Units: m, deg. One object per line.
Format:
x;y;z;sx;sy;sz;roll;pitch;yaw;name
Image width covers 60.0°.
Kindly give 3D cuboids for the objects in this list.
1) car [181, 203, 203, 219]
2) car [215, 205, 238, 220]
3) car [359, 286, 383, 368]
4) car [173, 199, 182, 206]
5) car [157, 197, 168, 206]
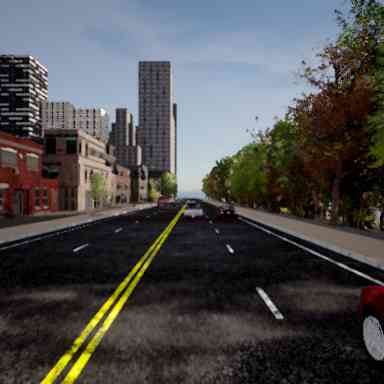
0.115;2.045;33.965;1.895;1.301;4.718;0;-1;0;car
3.361;1.981;33.065;2.033;1.411;5.357;0;-1;0;car
3.351;1.517;2.843;1.882;1.535;5.008;0;-1;0;car
-3.222;2.344;73.071;2.033;1.411;5.357;0;-1;0;car
-6.472;2.029;73.046;2.150;2.045;5.566;0;-1;0;car
